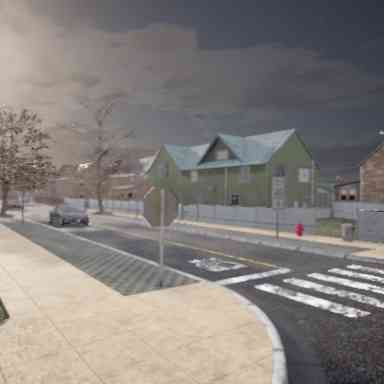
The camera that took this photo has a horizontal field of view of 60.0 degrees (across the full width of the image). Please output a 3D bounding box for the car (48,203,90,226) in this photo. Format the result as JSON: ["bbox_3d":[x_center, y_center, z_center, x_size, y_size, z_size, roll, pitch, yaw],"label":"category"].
[{"bbox_3d":[-8.757,1.583,23.508,1.837,1.490,4.892,1,0,-36],"label":"car"}]

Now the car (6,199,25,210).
[{"bbox_3d":[-22.811,1.627,42.677,1.994,1.385,4.181,1,-1,-36],"label":"car"}]
